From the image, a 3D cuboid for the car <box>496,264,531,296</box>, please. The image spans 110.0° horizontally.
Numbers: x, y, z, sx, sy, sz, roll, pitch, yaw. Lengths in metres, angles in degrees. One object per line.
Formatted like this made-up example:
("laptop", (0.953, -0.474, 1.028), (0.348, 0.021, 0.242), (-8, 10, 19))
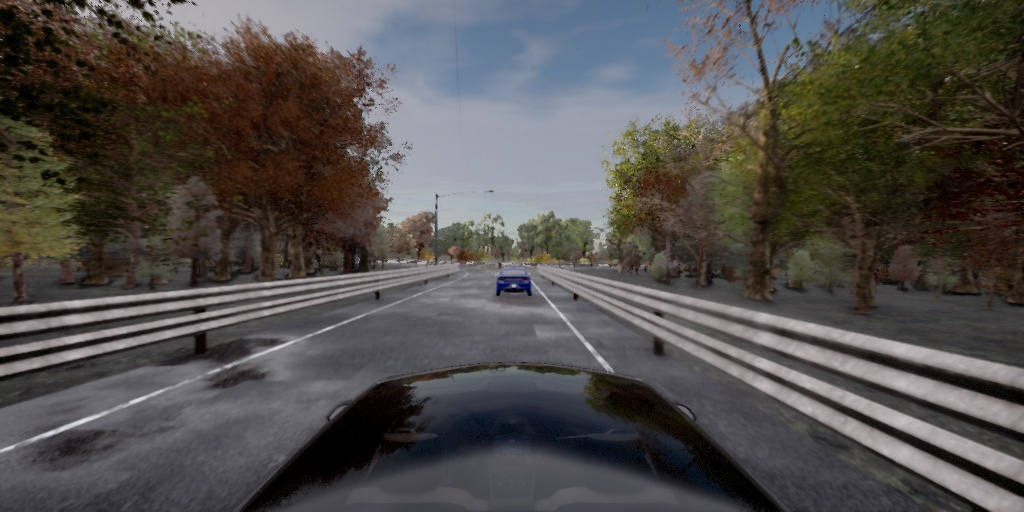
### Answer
("car", (0.098, 1.407, 21.048), (1.882, 1.535, 5.008), (0, 0, 0))
